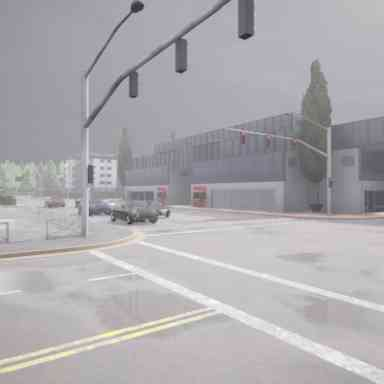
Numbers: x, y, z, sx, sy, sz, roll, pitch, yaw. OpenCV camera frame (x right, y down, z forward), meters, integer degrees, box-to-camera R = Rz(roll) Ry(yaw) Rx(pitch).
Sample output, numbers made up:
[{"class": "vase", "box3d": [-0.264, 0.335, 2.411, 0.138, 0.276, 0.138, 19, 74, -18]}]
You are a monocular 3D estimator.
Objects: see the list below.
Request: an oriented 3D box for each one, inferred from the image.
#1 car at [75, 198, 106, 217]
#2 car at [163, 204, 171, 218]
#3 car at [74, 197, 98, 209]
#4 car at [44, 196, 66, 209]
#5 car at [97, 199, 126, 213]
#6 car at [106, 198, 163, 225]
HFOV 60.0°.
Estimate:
[{"class": "car", "box3d": [-9.292, 1.357, 31.825, 2.097, 1.767, 4.553, 0, 0, -34]}, {"class": "car", "box3d": [-3.704, 1.496, 29.829, 2.128, 1.511, 4.902, 0, 0, -34]}, {"class": "car", "box3d": [-14.937, 1.482, 46.541, 1.882, 1.535, 5.008, 0, 0, -33]}, {"class": "car", "box3d": [-19.297, 1.355, 46.776, 2.097, 1.767, 4.553, 0, 0, -34]}, {"class": "car", "box3d": [-9.284, 1.530, 38.104, 1.812, 1.442, 4.674, 0, 0, -34]}, {"class": "car", "box3d": [-4.339, 1.355, 24.571, 2.097, 1.767, 4.553, 0, 0, -35]}]
